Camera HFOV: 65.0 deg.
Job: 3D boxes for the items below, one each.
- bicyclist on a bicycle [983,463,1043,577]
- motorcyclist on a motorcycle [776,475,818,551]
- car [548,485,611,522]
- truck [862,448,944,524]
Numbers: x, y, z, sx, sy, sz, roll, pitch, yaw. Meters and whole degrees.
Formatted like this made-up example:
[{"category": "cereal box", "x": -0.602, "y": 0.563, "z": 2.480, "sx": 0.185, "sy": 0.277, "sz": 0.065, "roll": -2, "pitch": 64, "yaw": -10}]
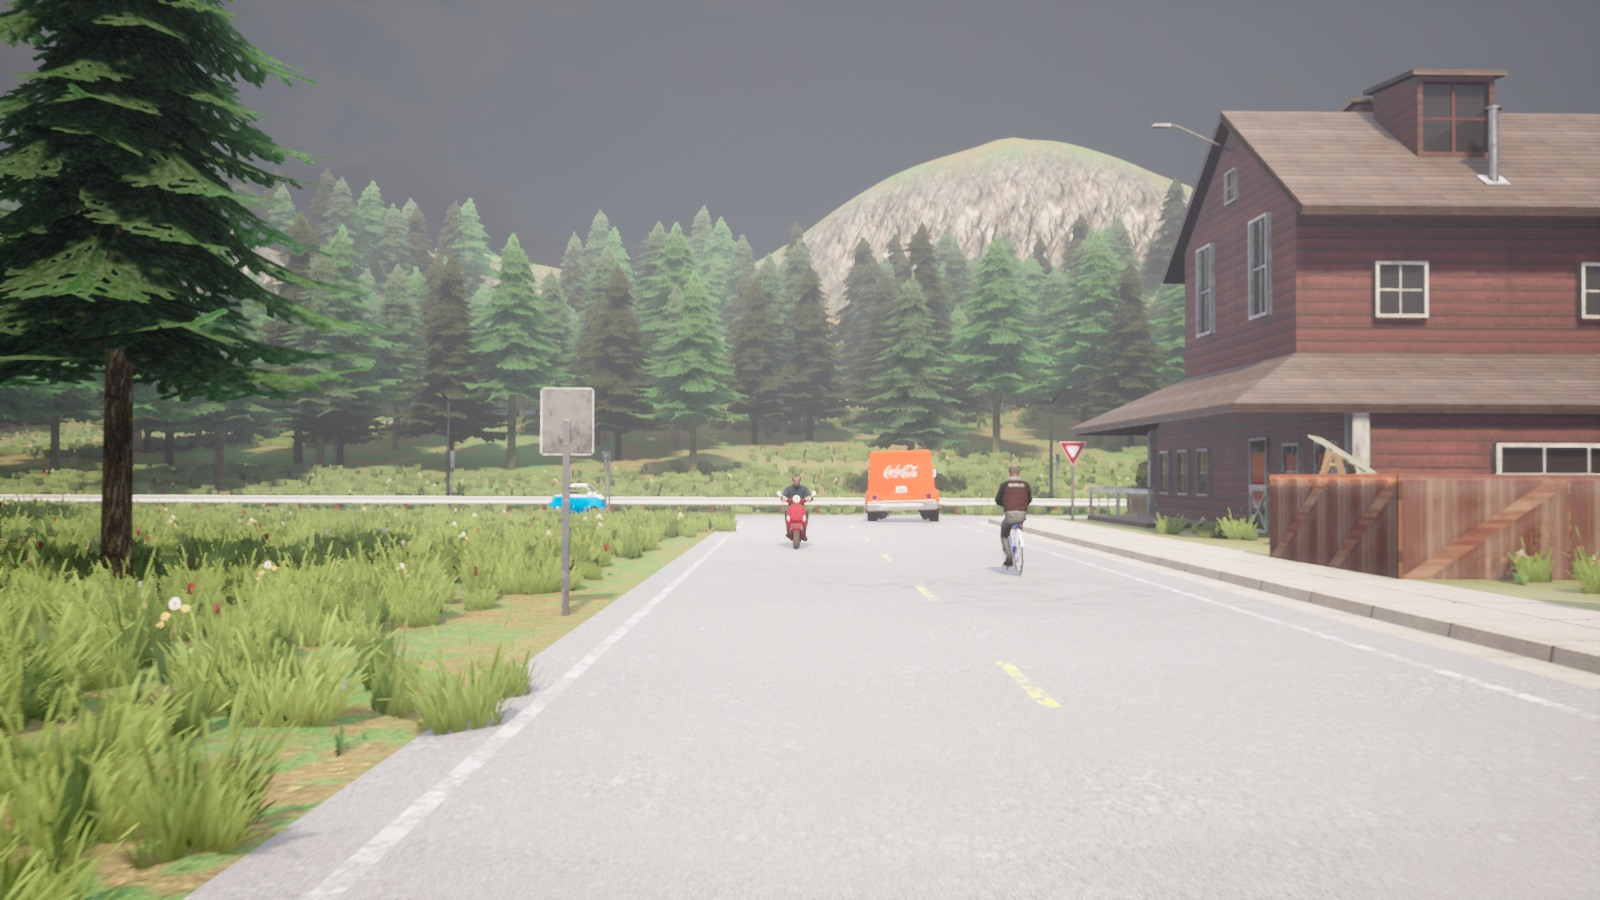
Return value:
[{"category": "bicyclist on a bicycle", "x": 3.449, "y": 1.104, "z": 20.483, "sx": 0.659, "sy": 1.776, "sz": 1.843, "roll": 0, "pitch": -1, "yaw": 0}, {"category": "motorcyclist on a motorcycle", "x": -0.067, "y": 1.340, "z": 27.160, "sx": 0.866, "sy": 1.590, "sz": 1.817, "roll": 0, "pitch": -1, "yaw": 0}, {"category": "car", "x": -8.565, "y": 2.068, "z": 48.898, "sx": 2.207, "sy": 1.376, "sz": 1.481, "roll": -1, "pitch": -1, "yaw": 0}, {"category": "truck", "x": 3.769, "y": 1.279, "z": 45.022, "sx": 2.627, "sy": 2.467, "sz": 5.204, "roll": -2, "pitch": -2, "yaw": 7}]
